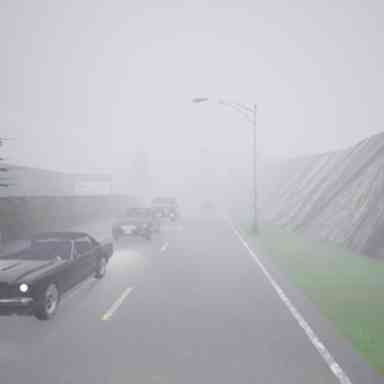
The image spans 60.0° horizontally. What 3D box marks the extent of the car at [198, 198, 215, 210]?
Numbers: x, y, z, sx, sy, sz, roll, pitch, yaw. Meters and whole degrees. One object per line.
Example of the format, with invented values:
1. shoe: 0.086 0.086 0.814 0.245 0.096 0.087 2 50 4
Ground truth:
1. car: 2.294 1.826 48.073 2.033 1.411 5.357 0 0 1

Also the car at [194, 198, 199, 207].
1. car: 1.528 1.819 58.929 1.882 1.535 5.008 0 0 -8

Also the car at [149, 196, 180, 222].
1. car: -2.295 1.386 28.116 2.150 2.045 5.566 0 0 3

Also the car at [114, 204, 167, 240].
1. car: -2.827 1.596 17.770 2.128 1.511 4.902 0 0 3

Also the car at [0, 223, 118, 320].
1. car: -3.341 1.646 7.561 1.895 1.301 4.718 0 0 3
